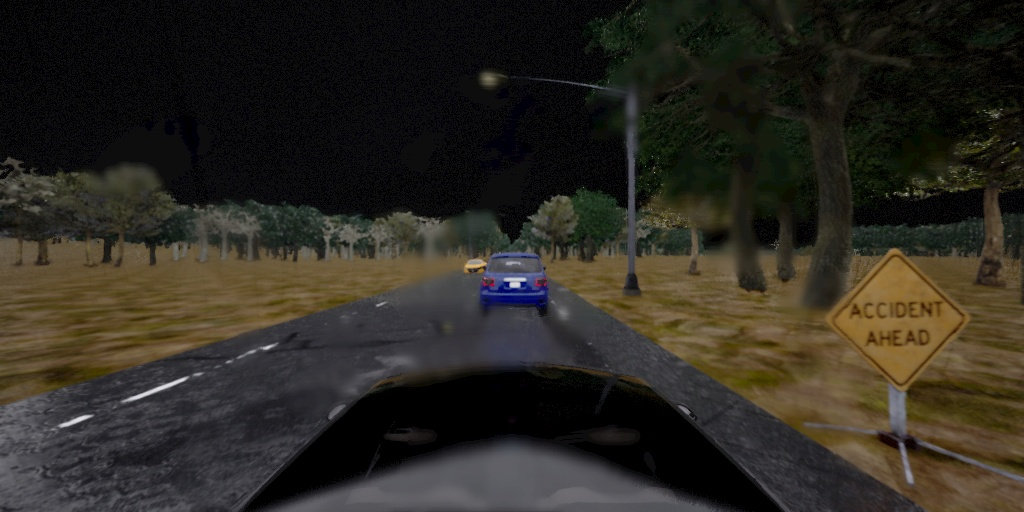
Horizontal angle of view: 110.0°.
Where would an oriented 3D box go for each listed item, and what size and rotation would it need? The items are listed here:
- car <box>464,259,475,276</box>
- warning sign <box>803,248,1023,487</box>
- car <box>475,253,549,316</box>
[{"bbox_3d":[-3.598,1.070,35.488,1.882,1.535,5.008,0,0,0],"label":"car"},{"bbox_3d":[3.550,0.858,3.290,1.300,1.860,1.060,0,0,0],"label":"warning sign"},{"bbox_3d":[0.094,0.919,13.132,2.150,2.045,5.566,0,0,0],"label":"car"}]
